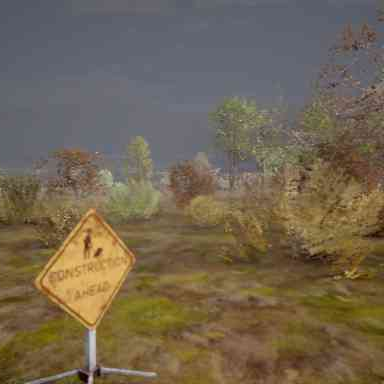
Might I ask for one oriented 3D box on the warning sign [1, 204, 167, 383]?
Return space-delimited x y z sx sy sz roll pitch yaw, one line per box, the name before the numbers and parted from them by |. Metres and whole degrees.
warning sign | -1.088 1.098 3.550 1.060 1.860 1.300 0 0 34
